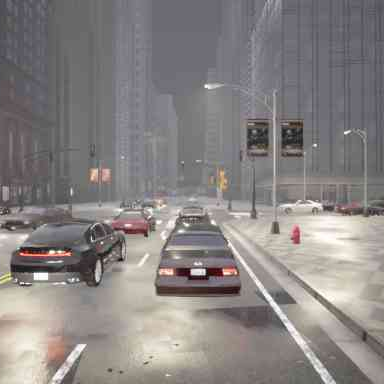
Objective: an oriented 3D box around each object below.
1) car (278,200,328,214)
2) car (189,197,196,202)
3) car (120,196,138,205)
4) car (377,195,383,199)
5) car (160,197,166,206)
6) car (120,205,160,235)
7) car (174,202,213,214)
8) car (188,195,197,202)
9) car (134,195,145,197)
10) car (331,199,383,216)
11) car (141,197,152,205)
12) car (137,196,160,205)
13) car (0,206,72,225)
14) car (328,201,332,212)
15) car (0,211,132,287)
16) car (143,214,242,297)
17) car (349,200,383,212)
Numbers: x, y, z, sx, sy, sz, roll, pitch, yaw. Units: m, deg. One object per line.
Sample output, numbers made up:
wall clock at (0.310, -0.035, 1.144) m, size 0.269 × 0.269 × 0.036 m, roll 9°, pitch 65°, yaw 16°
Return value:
car at (11.692, 1.601, 35.924) m, size 4.674 × 1.442 × 1.812 m, roll 0°, pitch -1°, yaw -1°
car at (0.143, 2.027, 91.214) m, size 1.882 × 1.535 × 5.008 m, roll 0°, pitch 0°, yaw 0°
car at (-9.795, 1.734, 50.739) m, size 1.837 × 1.490 × 4.892 m, roll 0°, pitch 0°, yaw -2°
car at (21.526, 1.264, 36.071) m, size 5.566 × 2.045 × 2.150 m, roll 0°, pitch -1°, yaw -1°
car at (-6.476, 1.647, 60.129) m, size 2.097 × 1.767 × 4.553 m, roll 0°, pitch 0°, yaw 0°
car at (-3.122, 1.601, 18.251) m, size 1.994 × 1.385 × 4.181 m, roll 0°, pitch 0°, yaw 0°
car at (0.076, 1.543, 18.501) m, size 1.837 × 1.490 × 4.892 m, roll 0°, pitch 0°, yaw 1°
car at (0.127, 1.685, 80.637) m, size 2.150 × 2.045 × 5.566 m, roll 0°, pitch 0°, yaw 0°
car at (-9.722, 1.522, 60.758) m, size 2.150 × 2.045 × 5.566 m, roll 0°, pitch 0°, yaw 0°
car at (15.363, 1.577, 30.208) m, size 4.206 × 1.307 × 1.802 m, roll 0°, pitch 0°, yaw -1°
car at (-9.639, 1.905, 71.105) m, size 1.812 × 1.442 × 4.674 m, roll 0°, pitch 0°, yaw 0°
car at (-6.515, 1.777, 50.847) m, size 2.033 × 1.411 × 5.357 m, roll 0°, pitch 0°, yaw 0°
car at (-9.383, 1.595, 20.795) m, size 2.033 × 1.411 × 5.357 m, roll 0°, pitch 0°, yaw 8°
car at (15.246, 1.662, 38.732) m, size 4.313 × 1.339 × 1.947 m, roll 0°, pitch 0°, yaw -1°
car at (-3.136, 1.516, 9.351) m, size 1.837 × 1.490 × 4.892 m, roll 0°, pitch 0°, yaw 0°
car at (0.120, 1.557, 8.762) m, size 2.033 × 1.411 × 5.357 m, roll 0°, pitch 0°, yaw 0°
car at (20.886, 1.643, 38.810) m, size 4.313 × 1.339 × 1.947 m, roll 0°, pitch 0°, yaw -1°
